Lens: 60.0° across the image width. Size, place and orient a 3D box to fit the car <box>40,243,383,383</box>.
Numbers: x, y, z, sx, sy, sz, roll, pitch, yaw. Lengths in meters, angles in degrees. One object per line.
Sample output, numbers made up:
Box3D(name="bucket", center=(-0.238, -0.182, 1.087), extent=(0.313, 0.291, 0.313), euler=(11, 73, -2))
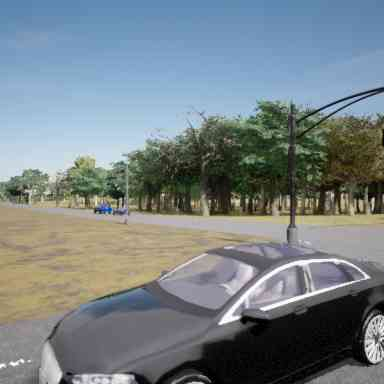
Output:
Box3D(name="car", center=(0.733, 1.492, 4.305), extent=(4.902, 1.511, 2.128), euler=(0, 0, -32))

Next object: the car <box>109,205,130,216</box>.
Box3D(name="car", center=(-12.093, 3.273, 56.974), extent=(1.812, 1.442, 4.674), euler=(1, -2, -33))

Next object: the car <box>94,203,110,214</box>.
Box3D(name="car", center=(-17.590, 3.260, 65.381), extent=(2.150, 2.045, 5.566), euler=(1, -2, -33))
